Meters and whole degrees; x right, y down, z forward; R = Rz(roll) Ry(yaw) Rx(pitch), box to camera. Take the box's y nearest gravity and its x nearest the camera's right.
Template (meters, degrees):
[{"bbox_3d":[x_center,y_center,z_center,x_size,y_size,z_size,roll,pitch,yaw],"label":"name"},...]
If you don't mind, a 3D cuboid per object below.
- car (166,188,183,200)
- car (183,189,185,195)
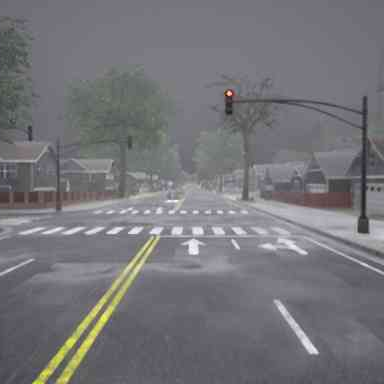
[{"bbox_3d":[-3.084,0.522,54.002,2.128,1.511,4.902,0,2,0],"label":"car"},{"bbox_3d":[-2.986,-0.241,85.581,2.097,1.767,4.553,0,1,0],"label":"car"}]
